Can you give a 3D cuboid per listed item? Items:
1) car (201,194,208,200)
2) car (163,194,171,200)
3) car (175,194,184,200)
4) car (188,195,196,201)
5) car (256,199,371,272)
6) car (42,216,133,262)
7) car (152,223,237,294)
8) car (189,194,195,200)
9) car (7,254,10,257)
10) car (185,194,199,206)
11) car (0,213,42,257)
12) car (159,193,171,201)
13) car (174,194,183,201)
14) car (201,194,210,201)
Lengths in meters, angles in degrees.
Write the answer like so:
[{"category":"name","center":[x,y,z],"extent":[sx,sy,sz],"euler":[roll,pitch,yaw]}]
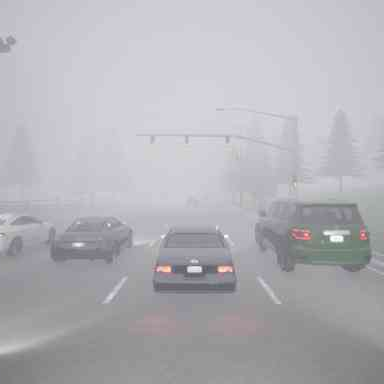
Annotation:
[{"category":"car","center":[3.515,1.310,94.059],"extent":[1.882,1.535,5.008],"euler":[0,0,0]},{"category":"car","center":[-6.985,1.385,94.060],"extent":[1.994,1.385,4.181],"euler":[0,0,0]},{"category":"car","center":[-3.485,1.357,94.060],"extent":[2.128,1.511,4.902],"euler":[0,0,0]},{"category":"car","center":[0.013,1.531,83.639],"extent":[2.033,1.411,5.357],"euler":[0,0,0]},{"category":"car","center":[3.578,1.224,10.871],"extent":[2.150,2.045,5.566],"euler":[0,0,0]},{"category":"car","center":[-3.420,1.564,12.070],"extent":[1.994,1.385,4.181],"euler":[0,0,1]},{"category":"car","center":[0.068,1.547,8.957],"extent":[2.033,1.411,5.357],"euler":[0,0,0]},{"category":"car","center":[0.015,1.310,94.059],"extent":[1.882,1.535,5.008],"euler":[0,0,0]},{"category":"car","center":[-3.396,1.548,1.640],"extent":[2.033,1.411,5.357],"euler":[0,0,0]},{"category":"car","center":[0.006,1.352,52.996],"extent":[2.097,1.767,4.553],"euler":[0,0,0]},{"category":"car","center":[-6.914,1.525,12.744],"extent":[1.812,1.442,4.674],"euler":[0,0,0]},{"category":"car","center":[-6.987,1.217,83.670],"extent":[2.150,2.045,5.566],"euler":[0,0,0]},{"category":"car","center":[-3.487,1.517,84.056],"extent":[1.812,1.442,4.674],"euler":[0,0,0]},{"category":"car","center":[3.513,1.492,83.639],"extent":[1.837,1.490,4.892],"euler":[0,0,0]}]
